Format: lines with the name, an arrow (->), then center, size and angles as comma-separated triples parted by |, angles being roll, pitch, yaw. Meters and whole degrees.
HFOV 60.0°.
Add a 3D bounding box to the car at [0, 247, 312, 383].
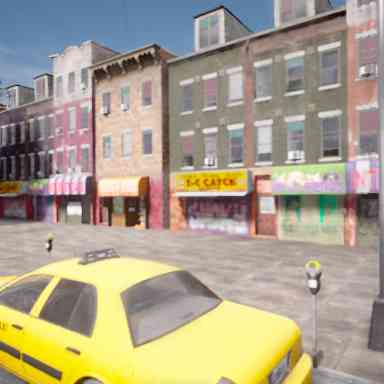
car -> -1.373, 1.492, 4.238 | 5.366, 1.575, 1.801 | -1, 0, 35
